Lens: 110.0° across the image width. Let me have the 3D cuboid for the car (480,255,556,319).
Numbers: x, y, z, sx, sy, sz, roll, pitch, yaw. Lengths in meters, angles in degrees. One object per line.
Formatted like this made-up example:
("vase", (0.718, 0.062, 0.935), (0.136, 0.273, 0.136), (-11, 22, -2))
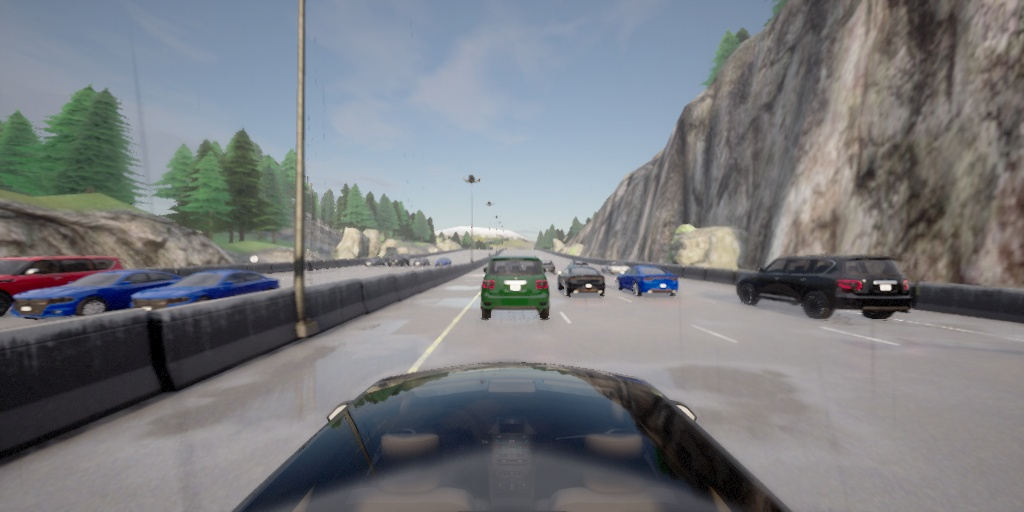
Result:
("car", (0.099, 0.995, 13.007), (2.150, 2.045, 5.566), (0, 0, 0))

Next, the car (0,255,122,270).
("car", (-17.600, 0.995, 13.167), (2.150, 2.045, 5.566), (0, 0, 0))

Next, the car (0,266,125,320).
("car", (-14.101, 1.251, 12.902), (1.882, 1.535, 5.008), (0, 0, 0))

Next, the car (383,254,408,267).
("car", (-17.552, 0.661, 55.844), (2.150, 2.045, 5.566), (0, 1, 1))

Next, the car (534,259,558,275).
("car", (3.598, 1.145, 38.916), (2.128, 1.511, 4.902), (0, 1, 0))

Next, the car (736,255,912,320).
("car", (10.600, 0.995, 12.853), (2.150, 2.045, 5.566), (0, 0, 0))

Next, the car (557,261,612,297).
("car", (3.600, 1.245, 19.284), (1.882, 1.535, 5.008), (0, 0, 0))

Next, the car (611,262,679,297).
("car", (7.099, 1.245, 19.306), (1.882, 1.535, 5.008), (0, 0, 0))

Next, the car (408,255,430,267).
("car", (-14.056, 0.933, 55.800), (2.128, 1.511, 4.902), (0, 1, 0))

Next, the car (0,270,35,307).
("car", (-21.101, 1.299, 12.836), (1.812, 1.442, 4.674), (0, 0, 0))

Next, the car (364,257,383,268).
("car", (-21.050, 0.944, 55.118), (2.128, 1.511, 4.902), (0, 1, 1))

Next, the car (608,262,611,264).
("car", (10.598, 1.272, 37.051), (1.895, 1.301, 4.718), (0, 1, 0))

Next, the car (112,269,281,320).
("car", (-10.601, 1.251, 12.912), (1.882, 1.535, 5.008), (0, 0, 0))

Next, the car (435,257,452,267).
("car", (-10.558, 0.921, 55.777), (1.882, 1.535, 5.008), (0, 1, 0))
